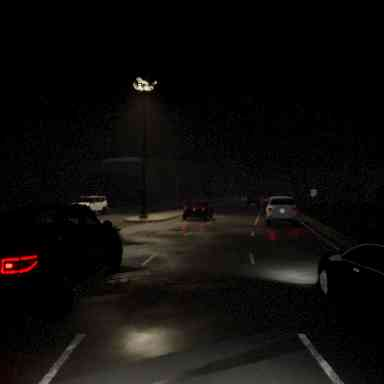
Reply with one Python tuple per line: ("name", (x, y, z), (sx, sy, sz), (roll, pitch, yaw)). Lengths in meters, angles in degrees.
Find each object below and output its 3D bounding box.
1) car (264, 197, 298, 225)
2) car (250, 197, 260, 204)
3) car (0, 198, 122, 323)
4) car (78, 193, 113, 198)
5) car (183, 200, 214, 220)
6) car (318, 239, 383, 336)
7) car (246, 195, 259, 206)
("car", (6.778, 1.364, 25.432), (2.150, 2.045, 5.566), (0, 0, 12))
("car", (14.906, 1.965, 78.390), (2.128, 1.511, 4.902), (0, 0, 13))
("car", (-3.233, 1.266, 7.463), (2.150, 2.045, 5.566), (0, 0, 3))
("car", (-10.529, 1.418, 33.702), (2.150, 2.045, 5.566), (0, 0, 13))
("car", (0.642, 1.523, 30.016), (2.097, 1.767, 4.553), (0, 0, 12))
("car", (3.669, 1.536, 5.578), (1.837, 1.490, 4.892), (0, 0, 2))
("car", (11.526, 1.577, 63.268), (2.150, 2.045, 5.566), (0, 0, 13))
